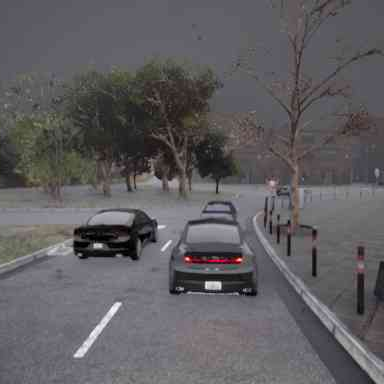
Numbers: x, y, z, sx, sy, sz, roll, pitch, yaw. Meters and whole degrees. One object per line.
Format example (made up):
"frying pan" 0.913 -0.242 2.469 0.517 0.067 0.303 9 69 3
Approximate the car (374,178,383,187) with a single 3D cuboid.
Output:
"car" 36.266 -1.853 62.011 2.185 1.767 4.553 -1 4 -14

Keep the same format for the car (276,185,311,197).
"car" 12.233 -0.144 39.825 4.902 1.511 2.128 -2 4 -32

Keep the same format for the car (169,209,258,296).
"car" 0.529 1.422 8.498 1.837 1.490 4.892 0 1 3

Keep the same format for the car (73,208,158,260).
"car" -2.467 1.309 11.864 1.882 1.535 5.008 0 2 4

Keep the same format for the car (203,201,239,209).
"car" 1.483 1.189 17.875 2.033 1.411 5.357 0 2 8
